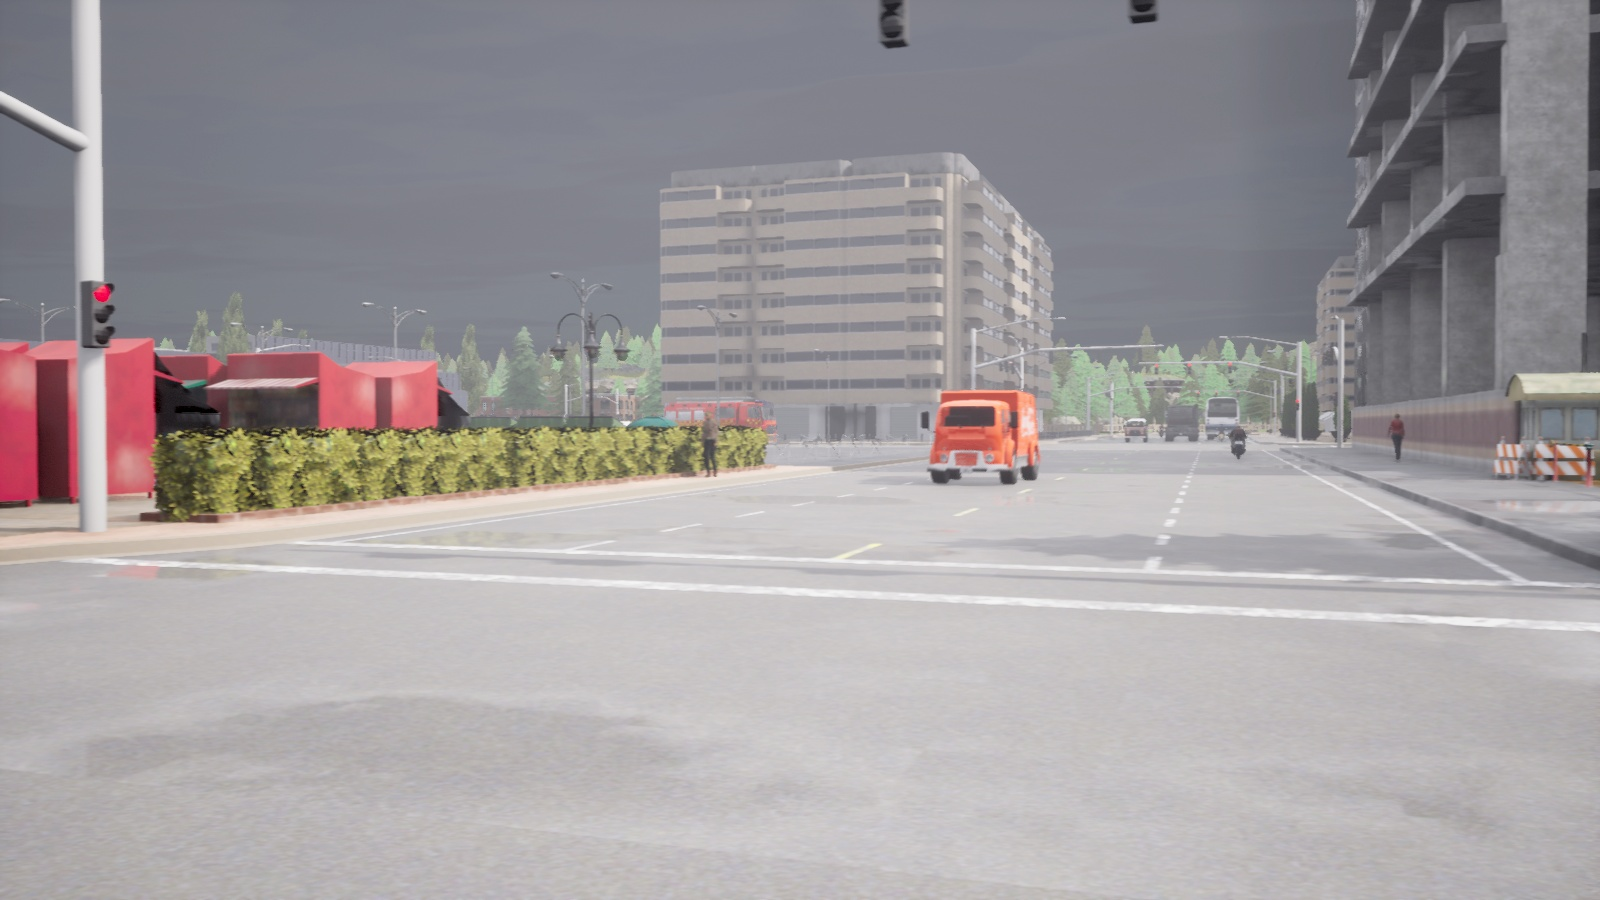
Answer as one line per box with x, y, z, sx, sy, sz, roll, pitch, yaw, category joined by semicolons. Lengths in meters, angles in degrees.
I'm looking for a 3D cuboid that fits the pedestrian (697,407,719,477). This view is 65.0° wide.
-2.458;-0.218;33.621;0.331;1.846;0.634;1;1;25;pedestrian

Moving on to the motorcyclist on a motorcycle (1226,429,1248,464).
19.608;-0.177;56.413;0.866;1.530;2.191;1;1;18;motorcyclist on a motorcycle

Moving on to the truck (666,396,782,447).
-5.846;-2.223;96.913;8.468;3.827;2.891;1;1;18;truck

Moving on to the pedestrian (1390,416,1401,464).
22.973;-0.380;48.456;0.331;1.846;0.636;1;1;23;pedestrian

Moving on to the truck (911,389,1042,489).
4.888;-0.332;33.976;2.627;2.467;5.204;1;1;18;truck
